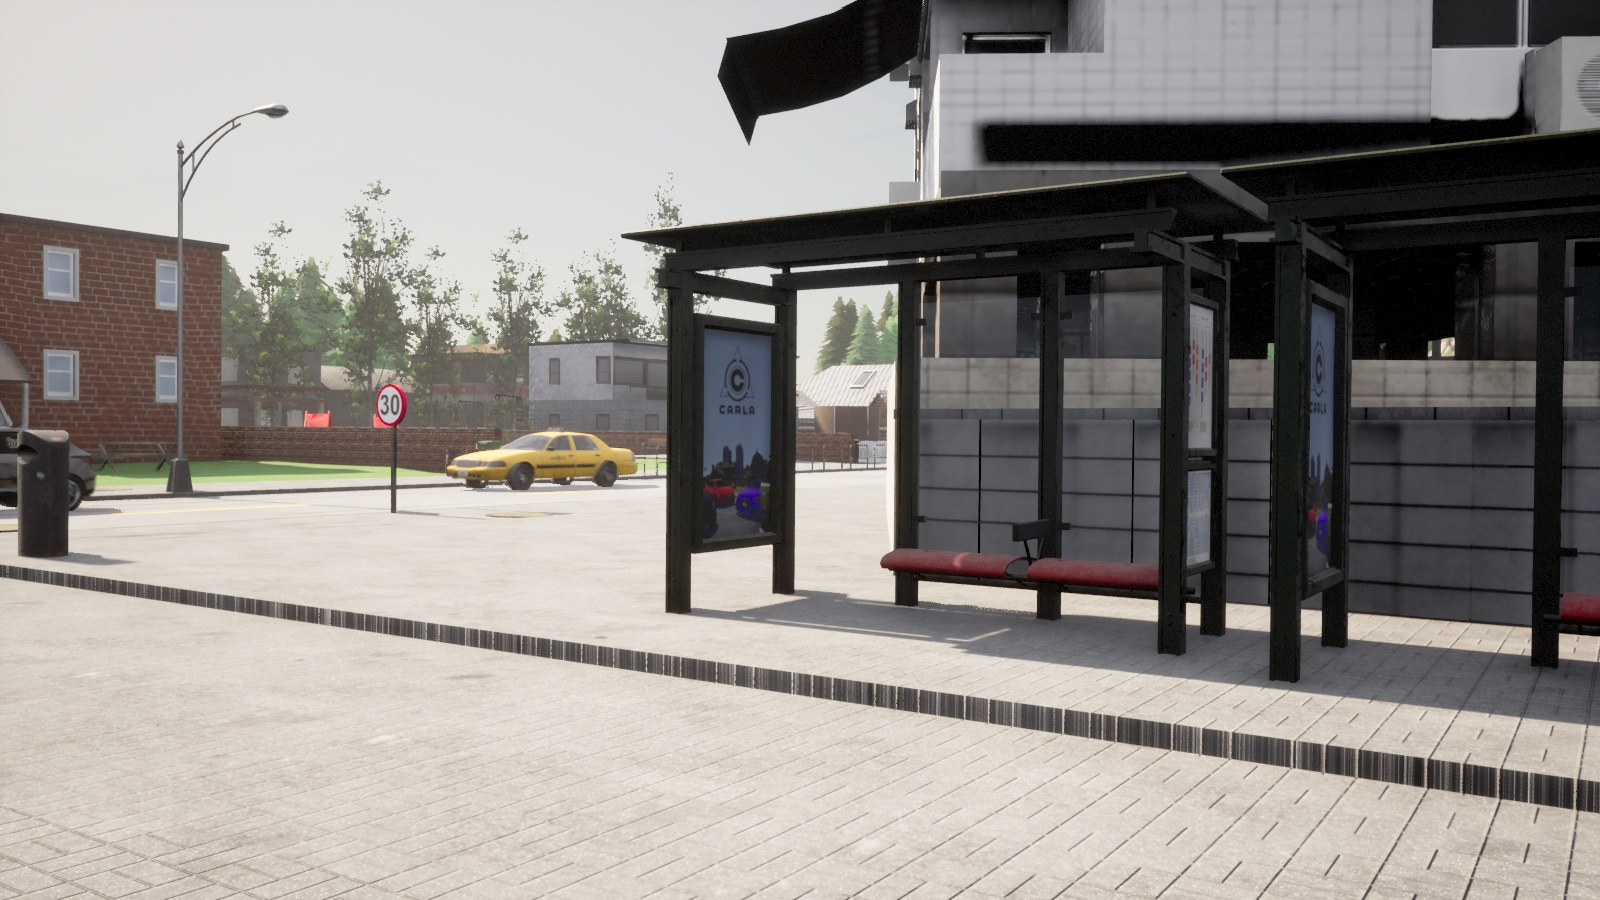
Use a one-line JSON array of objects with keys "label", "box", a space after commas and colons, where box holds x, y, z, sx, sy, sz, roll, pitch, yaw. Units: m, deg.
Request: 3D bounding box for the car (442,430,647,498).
[{"label": "car", "box": [-6.420, 0.288, 32.254, 1.801, 1.575, 5.366, 0, 1, 36]}]

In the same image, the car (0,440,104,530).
[{"label": "car", "box": [-14.132, 0.589, 20.764, 1.816, 1.474, 4.193, 0, 1, 34]}]
